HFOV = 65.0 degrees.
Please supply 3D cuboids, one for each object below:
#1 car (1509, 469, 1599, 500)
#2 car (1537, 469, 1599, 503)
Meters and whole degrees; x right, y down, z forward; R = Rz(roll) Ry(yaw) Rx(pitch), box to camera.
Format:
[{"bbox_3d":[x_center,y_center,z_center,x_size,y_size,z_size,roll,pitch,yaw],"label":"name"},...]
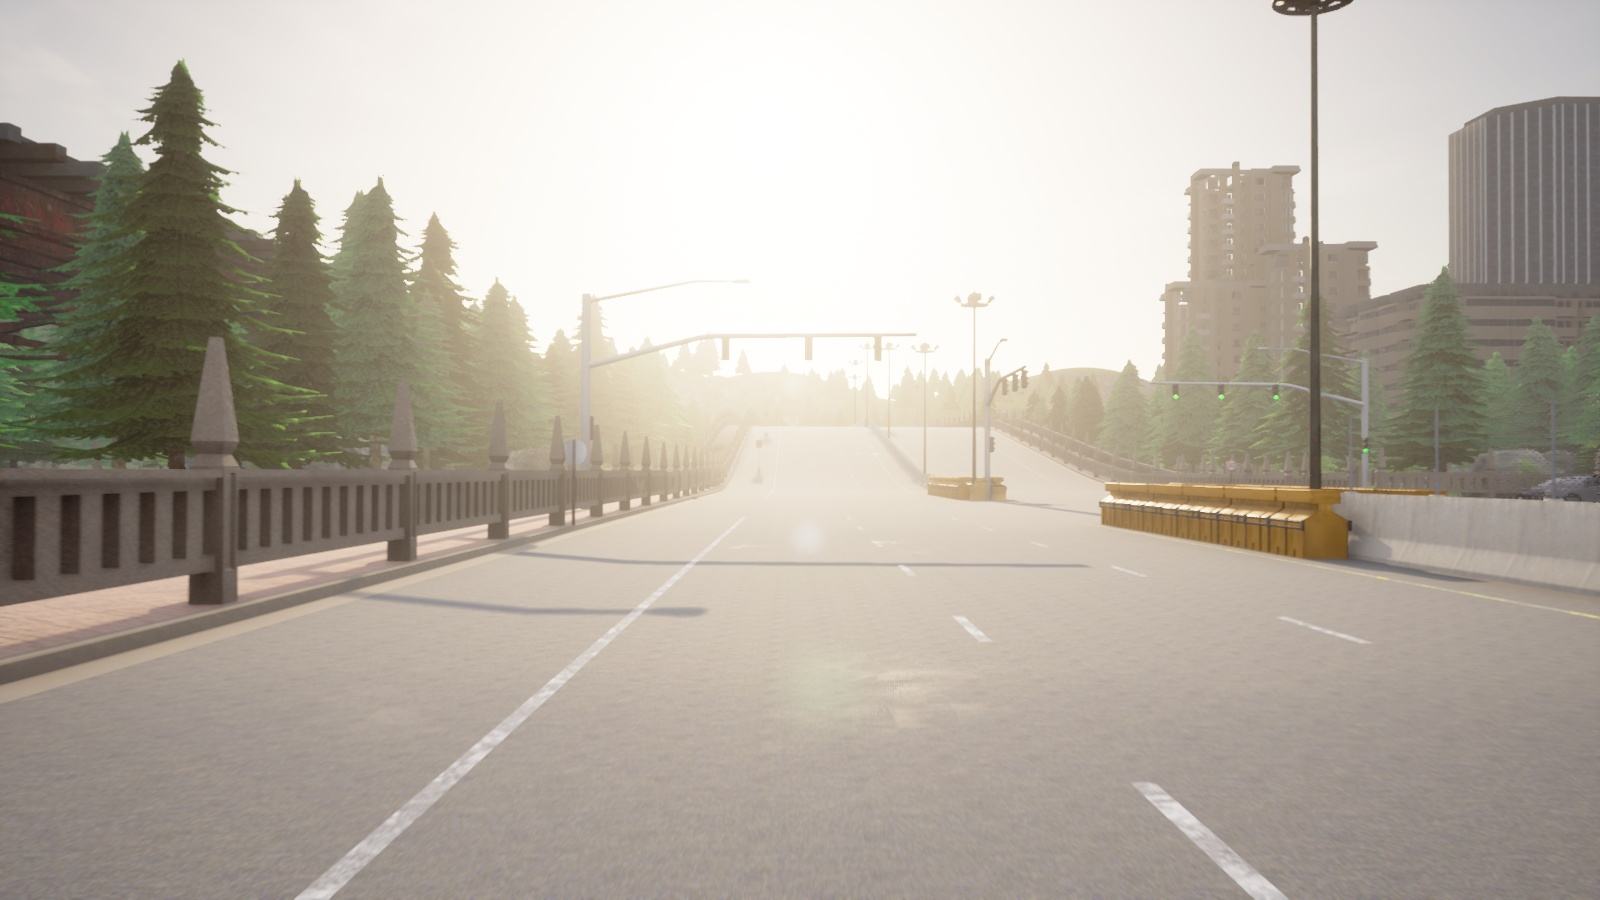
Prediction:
[{"bbox_3d":[37.897,1.697,61.765,4.792,1.488,2.163,0,-1,0],"label":"car"},{"bbox_3d":[36.578,1.657,58.255,3.633,1.501,1.845,0,-1,0],"label":"car"}]
